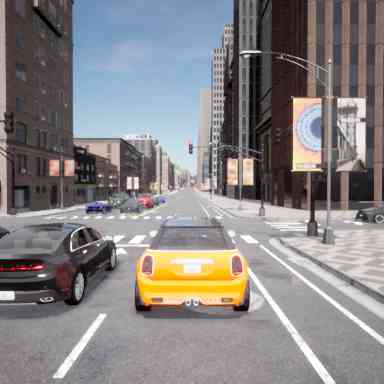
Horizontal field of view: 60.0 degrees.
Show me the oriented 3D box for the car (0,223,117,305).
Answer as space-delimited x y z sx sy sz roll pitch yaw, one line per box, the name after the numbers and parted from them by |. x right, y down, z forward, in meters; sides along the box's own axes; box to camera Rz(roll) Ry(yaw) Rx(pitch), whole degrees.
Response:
-3.153 1.503 8.042 1.837 1.490 4.892 0 0 0 | car

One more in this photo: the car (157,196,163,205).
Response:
-6.584 1.587 55.980 1.994 1.385 4.181 0 0 0 | car

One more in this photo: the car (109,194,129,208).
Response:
-9.843 1.240 45.330 2.150 2.045 5.566 0 0 1 | car

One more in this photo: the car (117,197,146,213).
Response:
-6.601 1.577 36.730 1.994 1.385 4.181 0 0 0 | car

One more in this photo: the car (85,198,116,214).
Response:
-9.850 1.613 35.571 1.895 1.301 4.718 0 0 0 | car

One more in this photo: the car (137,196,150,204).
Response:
-9.760 1.589 67.710 1.994 1.385 4.181 0 0 0 | car

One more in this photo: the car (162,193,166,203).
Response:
-6.508 1.503 68.185 1.882 1.535 5.008 0 0 0 | car

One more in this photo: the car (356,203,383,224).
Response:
13.986 1.469 23.566 4.181 1.385 1.994 0 1 0 | car

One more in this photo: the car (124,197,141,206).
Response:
-9.818 1.587 55.288 1.994 1.385 4.181 0 0 2 | car

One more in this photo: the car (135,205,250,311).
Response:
0.010 1.351 7.897 2.097 1.767 4.553 0 0 0 | car

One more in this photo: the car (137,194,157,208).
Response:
-6.599 1.241 46.007 2.150 2.045 5.566 0 0 1 | car
